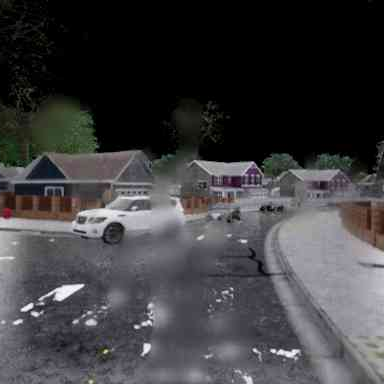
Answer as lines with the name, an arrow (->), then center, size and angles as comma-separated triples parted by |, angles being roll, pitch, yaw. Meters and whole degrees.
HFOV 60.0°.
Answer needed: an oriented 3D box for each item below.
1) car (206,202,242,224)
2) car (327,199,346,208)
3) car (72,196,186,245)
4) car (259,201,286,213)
car -> 2.561, 1.560, 25.780 | 2.128, 1.511, 4.902 | 0, 0, 22
car -> 24.693, 1.851, 56.331 | 5.008, 1.535, 1.882 | 1, 0, -40
car -> -2.696, 1.186, 15.621 | 2.150, 2.045, 5.566 | 1, -1, 44
car -> 9.608, 1.771, 39.512 | 1.895, 1.301, 4.718 | 0, 0, 33
